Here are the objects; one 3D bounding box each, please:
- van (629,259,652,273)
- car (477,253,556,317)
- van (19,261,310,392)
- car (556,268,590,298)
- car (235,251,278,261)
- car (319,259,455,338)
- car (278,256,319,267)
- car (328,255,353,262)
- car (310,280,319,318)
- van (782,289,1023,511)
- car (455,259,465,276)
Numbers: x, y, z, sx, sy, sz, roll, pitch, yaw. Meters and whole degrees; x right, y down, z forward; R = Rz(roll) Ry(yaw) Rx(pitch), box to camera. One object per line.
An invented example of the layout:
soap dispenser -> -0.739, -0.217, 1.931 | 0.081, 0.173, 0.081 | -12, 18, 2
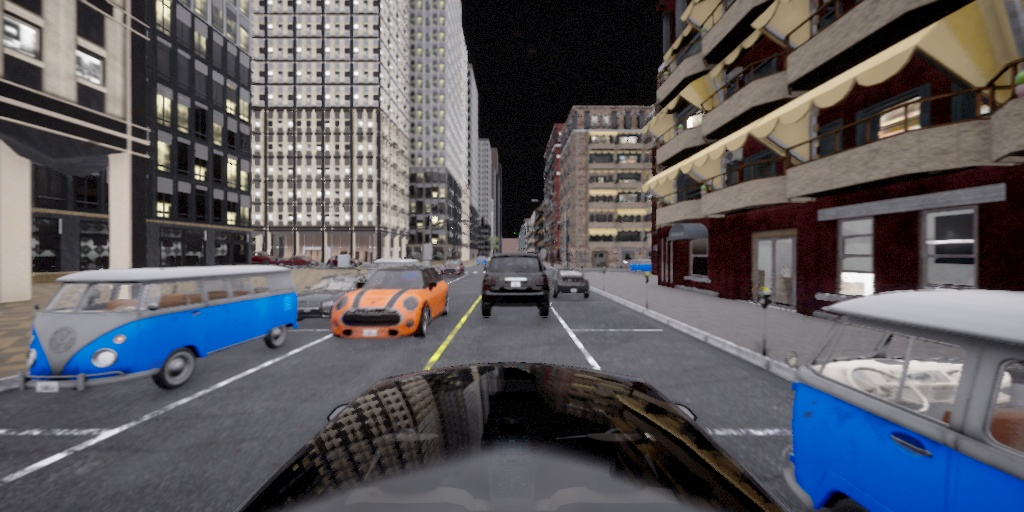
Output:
van -> 16.922, 1.324, 45.447 | 3.998, 1.789, 1.690 | 0, 0, 0
car -> 0.103, 0.932, 13.078 | 2.150, 2.045, 5.566 | 0, 0, 0
van -> -5.690, 1.075, 6.492 | 1.690, 1.789, 3.998 | 0, 0, 0
car -> 2.694, 1.251, 17.787 | 2.007, 1.370, 4.403 | 0, 0, 0
car -> -32.285, 0.349, 45.482 | 5.009, 1.841, 2.192 | 0, 0, 0
car -> -3.099, 1.076, 10.067 | 2.097, 1.767, 4.553 | 0, 0, 0
car -> -26.711, 0.723, 45.493 | 4.207, 1.307, 1.802 | 0, 0, 0
car -> -21.137, 0.688, 45.505 | 4.097, 1.591, 1.967 | 0, 0, 0
car -> -5.688, 1.268, 12.141 | 2.007, 1.370, 4.403 | 0, 0, 0
van -> 2.690, 1.094, 0.842 | 1.690, 1.789, 3.998 | 0, 0, 0
car -> -5.683, 1.091, 34.735 | 1.967, 1.591, 4.097 | 0, 0, 0
